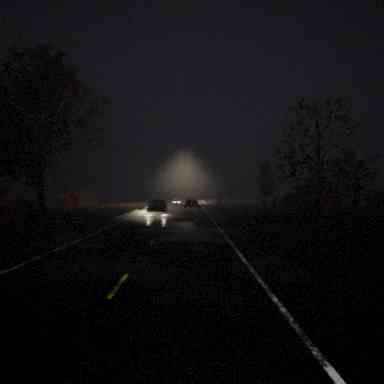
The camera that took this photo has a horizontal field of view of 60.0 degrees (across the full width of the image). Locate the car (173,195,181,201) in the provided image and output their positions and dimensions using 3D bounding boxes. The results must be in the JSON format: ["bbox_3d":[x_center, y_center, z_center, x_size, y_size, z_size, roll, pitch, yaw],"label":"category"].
[{"bbox_3d":[-3.739,1.530,82.321,2.128,1.511,4.902,0,0,0],"label":"car"}]

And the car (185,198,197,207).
[{"bbox_3d":[-0.142,1.604,52.819,1.895,1.301,4.718,0,0,0],"label":"car"}]

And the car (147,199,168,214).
[{"bbox_3d":[-3.696,1.480,36.317,1.882,1.535,5.008,0,0,0],"label":"car"}]

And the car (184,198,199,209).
[{"bbox_3d":[-0.034,1.566,46.395,1.994,1.385,4.181,0,0,0],"label":"car"}]
